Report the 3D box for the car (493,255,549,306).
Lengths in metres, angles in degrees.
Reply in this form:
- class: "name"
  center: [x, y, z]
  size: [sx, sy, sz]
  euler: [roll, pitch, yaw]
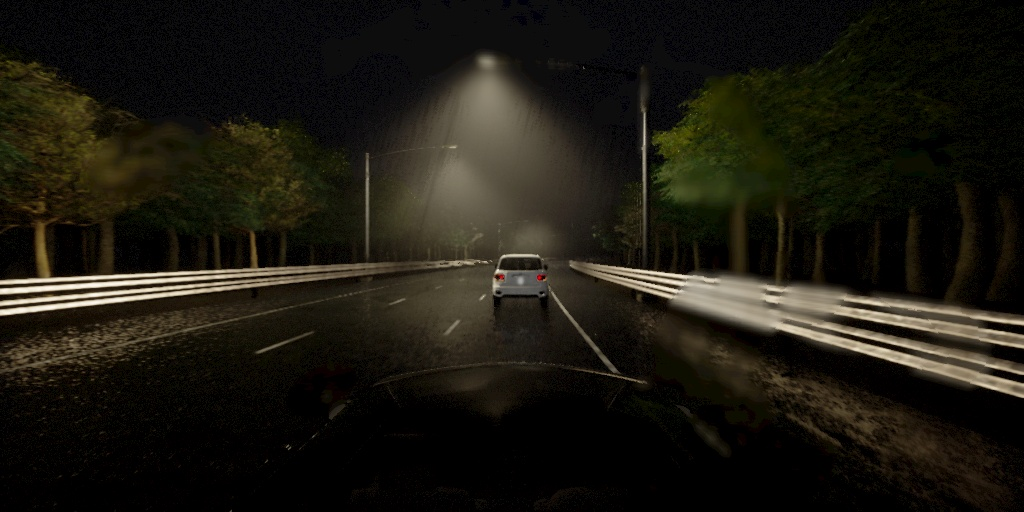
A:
- class: "car"
  center: [0.402, 0.965, 15.730]
  size: [2.150, 2.045, 5.566]
  euler: [0, 0, 2]
